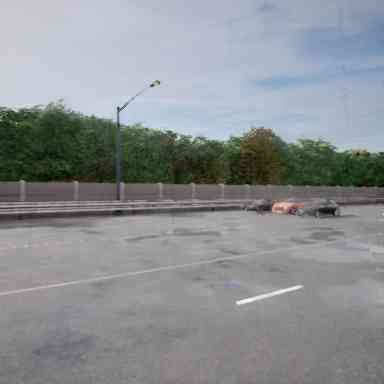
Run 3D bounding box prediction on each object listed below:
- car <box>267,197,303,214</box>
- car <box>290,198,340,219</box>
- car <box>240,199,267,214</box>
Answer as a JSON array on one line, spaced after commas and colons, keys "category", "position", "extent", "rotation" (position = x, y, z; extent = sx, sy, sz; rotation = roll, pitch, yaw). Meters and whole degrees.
[{"category": "car", "position": [10.059, 1.328, 32.972], "extent": [4.553, 1.767, 2.097], "rotation": [0, 0, -37]}, {"category": "car", "position": [11.222, 1.482, 29.479], "extent": [4.892, 1.490, 1.837], "rotation": [0, 0, -37]}, {"category": "car", "position": [7.639, 1.499, 35.518], "extent": [5.357, 1.411, 2.033], "rotation": [1, 2, -36]}]
